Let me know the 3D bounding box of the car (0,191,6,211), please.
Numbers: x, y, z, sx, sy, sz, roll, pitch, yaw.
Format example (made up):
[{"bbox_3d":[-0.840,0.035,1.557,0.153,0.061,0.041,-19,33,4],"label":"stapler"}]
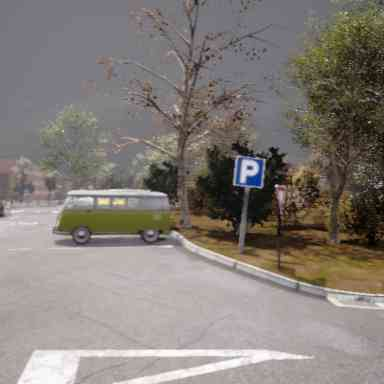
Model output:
[{"bbox_3d":[-19.040,0.721,28.914,4.553,1.767,2.185,1,0,-13],"label":"car"}]

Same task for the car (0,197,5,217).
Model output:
[{"bbox_3d":[-13.368,0.975,21.090,1.812,1.442,4.674,1,0,-12],"label":"car"}]

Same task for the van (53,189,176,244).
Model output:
[{"bbox_3d":[-3.118,0.945,13.239,4.442,1.987,1.878,1,1,-12],"label":"van"}]

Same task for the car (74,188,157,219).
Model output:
[{"bbox_3d":[-5.447,0.804,24.167,5.566,2.045,2.435,1,0,-13],"label":"car"}]

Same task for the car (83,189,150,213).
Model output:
[{"bbox_3d":[-6.653,0.793,29.495,5.566,2.045,2.435,1,0,-13],"label":"car"}]

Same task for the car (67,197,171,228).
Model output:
[{"bbox_3d":[-4.006,1.102,18.632,5.366,1.575,1.946,1,0,-13],"label":"car"}]
